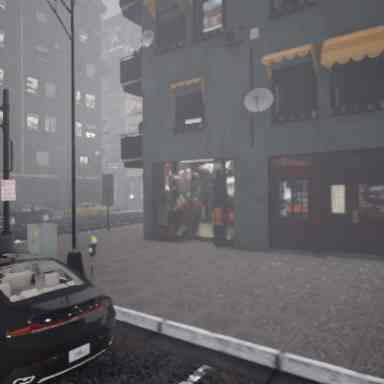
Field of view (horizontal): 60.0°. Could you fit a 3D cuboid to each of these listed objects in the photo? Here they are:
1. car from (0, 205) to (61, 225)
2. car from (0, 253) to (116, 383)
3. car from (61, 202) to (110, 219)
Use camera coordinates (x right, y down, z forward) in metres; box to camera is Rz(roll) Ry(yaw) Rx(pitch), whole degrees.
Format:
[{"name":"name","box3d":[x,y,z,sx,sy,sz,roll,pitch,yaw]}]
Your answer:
[{"name":"car","box3d":[-12.635,1.653,25.054,2.008,1.369,4.403,0,1,35]},{"name":"car","box3d":[-3.058,1.617,5.050,4.403,1.369,2.008,-1,0,35]},{"name":"car","box3d":[-9.549,1.554,29.482,1.752,1.417,4.829,0,1,35]}]
